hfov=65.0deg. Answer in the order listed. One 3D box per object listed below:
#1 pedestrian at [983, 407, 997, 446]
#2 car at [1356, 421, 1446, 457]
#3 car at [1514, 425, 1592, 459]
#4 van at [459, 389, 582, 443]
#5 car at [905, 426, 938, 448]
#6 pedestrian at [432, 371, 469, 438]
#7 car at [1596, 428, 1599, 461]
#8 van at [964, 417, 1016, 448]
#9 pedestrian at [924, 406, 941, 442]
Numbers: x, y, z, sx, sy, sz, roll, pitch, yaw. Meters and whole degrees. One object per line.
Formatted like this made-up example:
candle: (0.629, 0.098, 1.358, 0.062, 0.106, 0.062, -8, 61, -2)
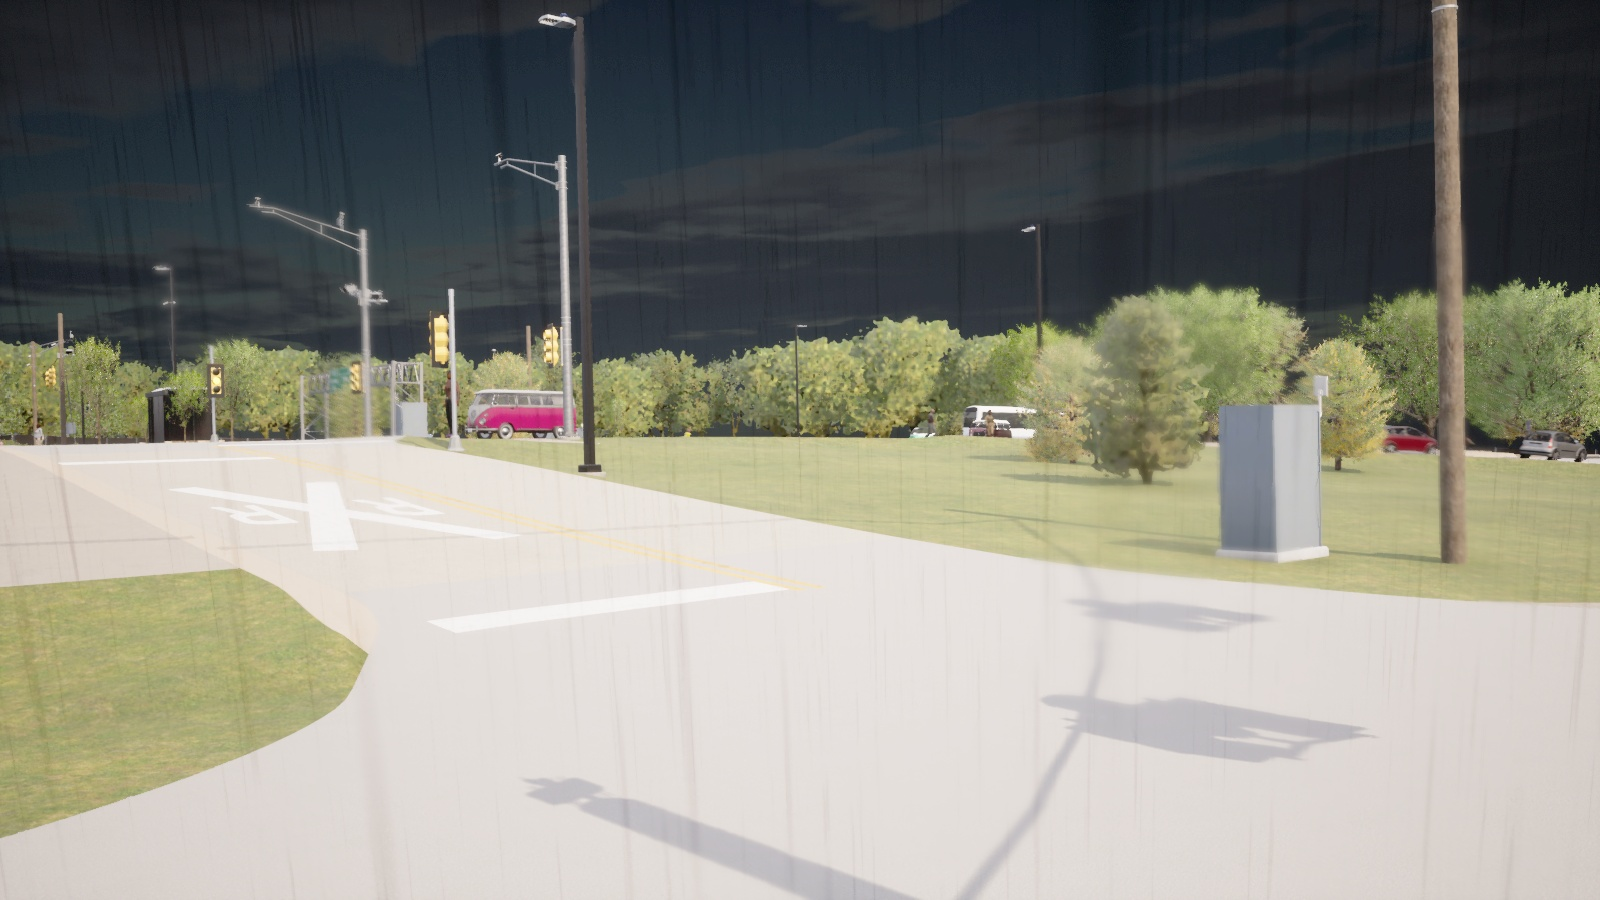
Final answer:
pedestrian: (9.430, -1.174, 62.251, 0.396, 1.930, 0.692, -2, 1, -15)
car: (30.225, -0.556, 63.200, 3.705, 1.549, 1.789, 2, 5, -16)
car: (40.501, -0.409, 67.544, 3.988, 1.617, 1.851, 1, 5, -32)
van: (-10.936, -1.312, 49.343, 1.775, 1.987, 4.442, -1, 0, 44)
car: (8.142, -0.869, 84.138, 1.481, 1.376, 2.207, -2, -1, -16)
pedestrian: (-9.491, -1.232, 34.094, 0.869, 1.805, 0.328, -2, 1, -39)
car: (42.641, -0.315, 63.388, 4.611, 1.667, 2.242, 0, 0, -30)
van: (13.747, -1.232, 90.623, 2.069, 2.038, 4.480, -1, -2, 31)
pedestrian: (7.067, -1.383, 66.943, 0.720, 1.854, 0.376, -1, 1, 33)
